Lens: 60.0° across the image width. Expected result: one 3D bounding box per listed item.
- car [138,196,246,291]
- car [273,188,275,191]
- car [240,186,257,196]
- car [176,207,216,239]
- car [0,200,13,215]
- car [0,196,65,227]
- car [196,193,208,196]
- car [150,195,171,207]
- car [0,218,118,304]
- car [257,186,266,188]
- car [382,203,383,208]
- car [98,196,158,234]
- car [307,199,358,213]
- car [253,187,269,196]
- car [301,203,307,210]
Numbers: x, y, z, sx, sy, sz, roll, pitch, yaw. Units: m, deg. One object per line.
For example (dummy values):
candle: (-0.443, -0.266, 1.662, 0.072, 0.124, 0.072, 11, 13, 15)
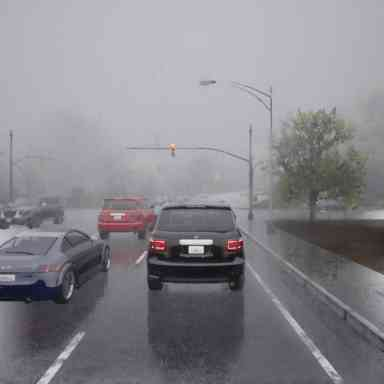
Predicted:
car: (0.100, 1.234, 9.215, 2.150, 2.045, 5.566, 0, 0, 0)
car: (23.217, -0.477, 92.003, 2.033, 1.411, 5.357, 0, 3, 37)
car: (13.942, 0.093, 84.488, 2.097, 1.767, 4.553, 0, 3, 33)
car: (0.244, 1.605, 18.443, 1.994, 1.385, 4.181, 0, 0, 2)
car: (-22.438, 1.741, 36.034, 4.902, 1.511, 2.128, -1, 0, 2)
car: (-10.343, 1.273, 21.778, 2.150, 2.045, 5.566, 0, 0, 3)
car: (2.122, 0.966, 77.316, 2.128, 1.511, 4.902, 0, 3, 25)
car: (-5.391, 1.467, 56.892, 2.097, 1.767, 4.553, 0, 1, 16)
car: (-3.408, 1.574, 8.211, 1.994, 1.385, 4.181, 0, 0, 2)
car: (19.620, -0.763, 93.023, 2.150, 2.045, 5.566, 0, 3, 37)
car: (25.866, 1.350, 40.497, 4.892, 1.490, 1.837, -2, 0, 3)
car: (-3.287, 1.260, 17.613, 2.150, 2.045, 5.566, 0, 0, 1)
car: (15.967, 1.646, 37.556, 4.718, 1.301, 1.895, -1, 0, 3)
car: (17.511, 0.264, 83.616, 1.895, 1.301, 4.718, 0, 3, 33)
car: (16.072, 1.549, 41.056, 4.902, 1.511, 2.128, -1, 0, 3)
